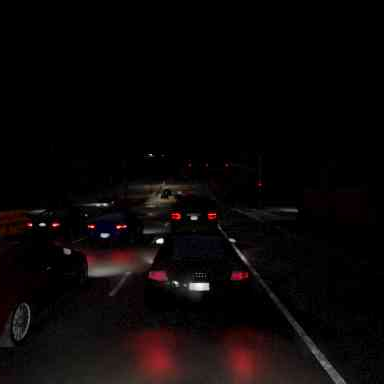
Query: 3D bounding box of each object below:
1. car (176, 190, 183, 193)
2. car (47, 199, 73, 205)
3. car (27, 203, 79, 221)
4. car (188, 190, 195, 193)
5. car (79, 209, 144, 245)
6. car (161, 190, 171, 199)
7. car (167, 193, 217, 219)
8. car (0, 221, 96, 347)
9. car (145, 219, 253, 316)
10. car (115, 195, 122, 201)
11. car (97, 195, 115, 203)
[{"bbox_3d":[-3.642,1.070,87.113,1.812,1.442,4.674,0,3,0],"label":"car"},{"bbox_3d":[-17.618,1.601,44.603,1.895,1.301,4.718,0,0,0],"label":"car"},{"bbox_3d":[-6.898,1.547,17.751,2.033,1.411,5.357,0,0,-1],"label":"car"},{"bbox_3d":[-0.145,1.000,87.522,1.882,1.535,5.008,0,3,0],"label":"car"},{"bbox_3d":[-3.407,1.526,15.299,1.812,1.442,4.674,0,0,0],"label":"car"},{"bbox_3d":[-7.142,1.070,87.093,1.812,1.442,4.674,0,3,0],"label":"car"},{"bbox_3d":[0.093,1.221,17.016,2.150,2.045,5.566,0,0,0],"label":"car"},{"bbox_3d":[-3.408,1.526,6.170,1.812,1.442,4.674,0,0,0],"label":"car"},{"bbox_3d":[0.103,1.564,7.612,1.994,1.385,4.181,0,0,-1],"label":"car"},{"bbox_3d":[-17.584,1.435,77.338,1.837,1.490,4.892,0,1,0],"label":"car"},{"bbox_3d":[-17.535,1.601,66.864,1.895,1.301,4.718,0,0,0],"label":"car"}]
